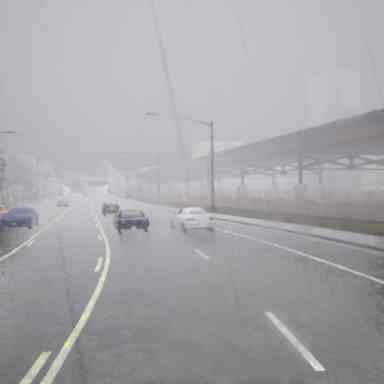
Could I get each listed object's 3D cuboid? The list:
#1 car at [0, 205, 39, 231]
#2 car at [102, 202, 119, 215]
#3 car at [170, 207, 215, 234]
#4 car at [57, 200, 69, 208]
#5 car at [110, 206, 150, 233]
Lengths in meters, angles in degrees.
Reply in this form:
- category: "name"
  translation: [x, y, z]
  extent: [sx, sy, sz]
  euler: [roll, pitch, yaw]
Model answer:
- category: "car"
  translation: [-12.370, 1.848, 24.134]
  extent: [1.882, 1.535, 5.008]
  euler: [-1, 0, -17]
- category: "car"
  translation: [-9.766, 1.922, 39.907]
  extent: [2.163, 1.488, 4.792]
  euler: [-1, 0, -17]
- category: "car"
  translation: [-0.044, 1.645, 20.235]
  extent: [1.812, 1.442, 4.674]
  euler: [-1, 0, -16]
- category: "car"
  translation: [-24.681, 2.236, 63.808]
  extent: [2.128, 1.511, 4.902]
  euler: [-1, 0, -17]
- category: "car"
  translation: [-4.000, 1.801, 21.367]
  extent: [1.895, 1.301, 4.718]
  euler: [-1, 0, -17]
